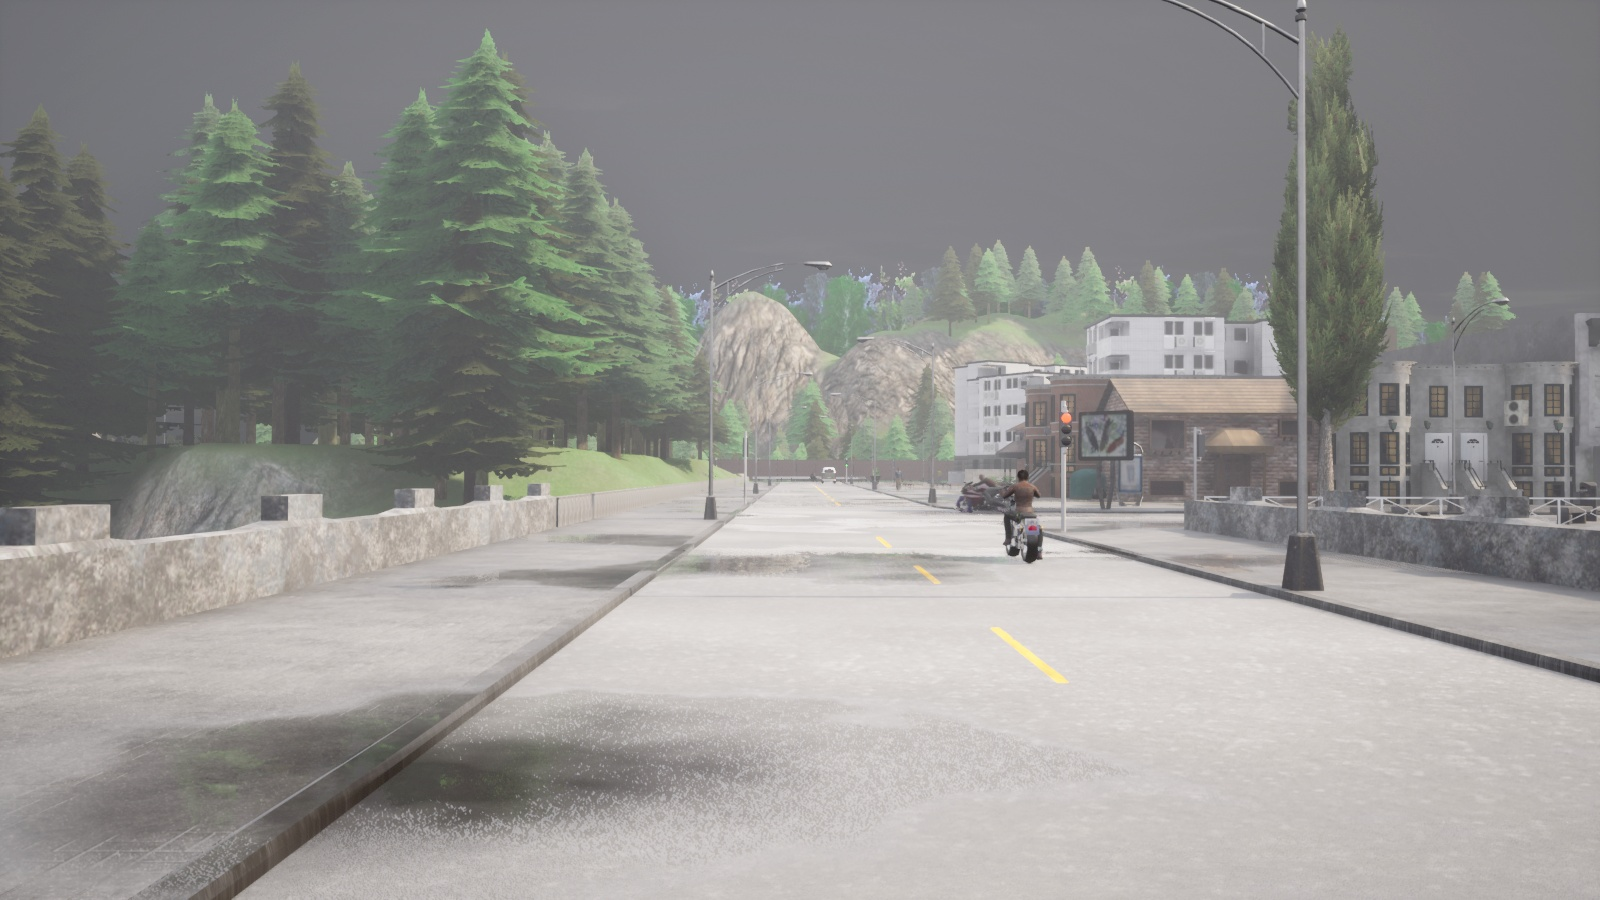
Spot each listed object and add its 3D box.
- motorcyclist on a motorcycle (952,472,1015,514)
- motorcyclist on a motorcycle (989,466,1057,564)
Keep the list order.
[{"bbox_3d":[6.864,1.608,46.985,2.191,1.530,0.866,-1,-3,26],"label":"motorcyclist on a motorcycle"},{"bbox_3d":[3.944,1.124,22.380,0.766,1.649,2.350,0,-1,0],"label":"motorcyclist on a motorcycle"}]
